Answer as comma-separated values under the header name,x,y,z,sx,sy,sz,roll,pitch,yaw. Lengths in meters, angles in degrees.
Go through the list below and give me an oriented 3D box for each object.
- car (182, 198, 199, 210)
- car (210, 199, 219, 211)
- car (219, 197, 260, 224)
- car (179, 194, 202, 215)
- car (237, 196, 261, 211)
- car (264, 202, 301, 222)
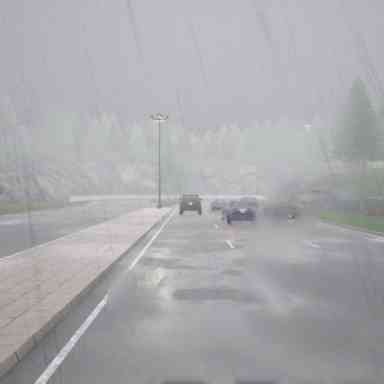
name,x,y,z,sx,sy,sz,roll,pitch,yaw
car,-0.187,1.547,44.384,2.033,1.411,5.357,0,0,0
car,3.329,1.564,40.423,1.994,1.385,4.181,0,0,0
car,3.431,1.352,24.783,2.097,1.767,4.553,0,0,0
car,-0.134,1.222,34.180,2.150,2.045,5.566,0,0,0
car,6.832,1.352,40.531,2.097,1.767,4.553,0,0,0
car,6.924,1.490,25.909,2.128,1.511,4.902,0,0,0
